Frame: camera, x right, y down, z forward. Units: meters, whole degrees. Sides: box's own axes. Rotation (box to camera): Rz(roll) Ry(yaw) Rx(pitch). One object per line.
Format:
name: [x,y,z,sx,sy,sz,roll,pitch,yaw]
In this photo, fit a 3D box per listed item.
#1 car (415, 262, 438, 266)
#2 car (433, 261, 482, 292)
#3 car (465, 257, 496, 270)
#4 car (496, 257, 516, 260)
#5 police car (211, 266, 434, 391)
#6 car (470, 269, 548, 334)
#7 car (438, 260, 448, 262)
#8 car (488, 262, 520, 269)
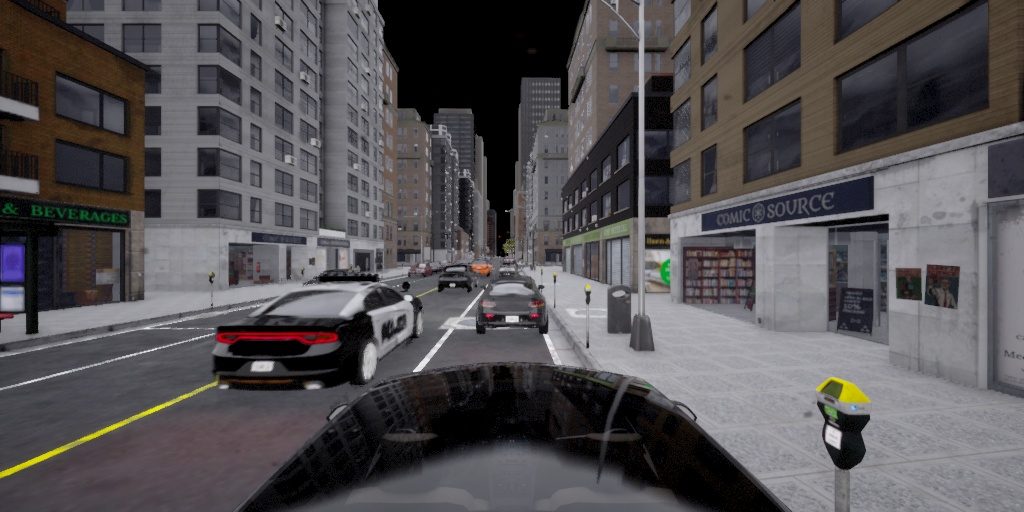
car: [-8.814,1.333,34.778,1.802,1.307,4.207,0,0,0]
car: [-3.100,1.257,21.228,1.837,1.490,4.892,0,0,1]
car: [-3.101,1.102,36.137,2.097,1.767,4.553,0,0,1]
car: [-0.288,1.066,40.309,2.192,1.841,5.009,0,0,0]
police car: [-3.144,1.175,7.108,1.930,1.638,5.238,0,0,0]
car: [0.003,1.276,10.500,1.812,1.442,4.674,0,0,0]
car: [-8.814,1.317,40.303,1.948,1.339,4.313,0,0,0]
car: [-0.288,1.301,23.738,2.007,1.370,4.403,0,0,0]
